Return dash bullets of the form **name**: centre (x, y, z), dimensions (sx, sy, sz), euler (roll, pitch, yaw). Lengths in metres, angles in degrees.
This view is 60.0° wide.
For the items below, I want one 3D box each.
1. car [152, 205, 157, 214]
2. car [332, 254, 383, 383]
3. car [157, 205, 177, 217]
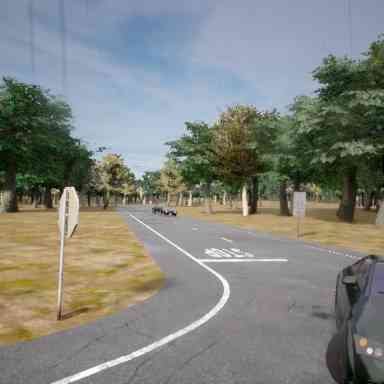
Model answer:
- **car**: centre (-5.709, 2.959, 56.887), dimensions (1.882, 1.535, 5.008), euler (3, -2, -14)
- **car**: centre (3.113, 1.643, 4.634), dimensions (1.994, 1.385, 4.181), euler (1, -1, 22)
- **car**: centre (-3.457, 2.848, 48.040), dimensions (1.895, 1.301, 4.718), euler (3, -2, -13)
